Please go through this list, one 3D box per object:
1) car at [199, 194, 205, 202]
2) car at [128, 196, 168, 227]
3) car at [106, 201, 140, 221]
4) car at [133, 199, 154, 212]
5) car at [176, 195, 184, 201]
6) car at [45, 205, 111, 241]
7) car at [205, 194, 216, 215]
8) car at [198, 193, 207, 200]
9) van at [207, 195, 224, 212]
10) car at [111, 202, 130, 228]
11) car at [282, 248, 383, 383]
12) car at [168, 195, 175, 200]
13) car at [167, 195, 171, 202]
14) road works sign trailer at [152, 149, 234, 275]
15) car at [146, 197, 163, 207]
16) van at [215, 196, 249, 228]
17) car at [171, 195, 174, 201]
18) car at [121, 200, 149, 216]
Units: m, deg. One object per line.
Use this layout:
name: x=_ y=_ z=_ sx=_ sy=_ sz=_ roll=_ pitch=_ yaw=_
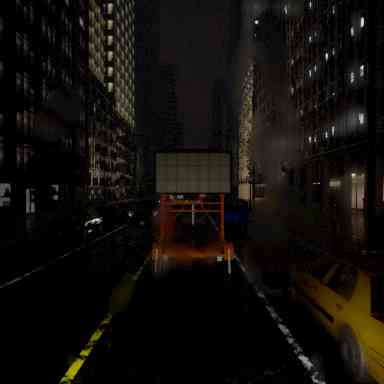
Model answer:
car: x=2.797 y=1.536 z=61.874 sx=2.008 sy=1.369 sz=4.403 roll=-1 pitch=0 yaw=0
car: x=-3.061 y=1.347 z=22.762 sx=2.097 sy=1.767 sz=4.553 roll=0 pitch=0 yaw=0
car: x=-5.648 y=1.538 z=27.789 sx=1.887 sy=1.381 sz=4.507 roll=-1 pitch=0 yaw=0
car: x=-5.626 y=1.573 z=39.156 sx=1.802 sy=1.307 sz=4.206 roll=-1 pitch=0 yaw=0
car: x=-2.850 y=1.527 z=80.369 sx=2.033 sy=1.411 sz=5.357 roll=0 pitch=0 yaw=0
car: x=-5.669 y=1.547 z=16.421 sx=2.008 sy=1.369 sz=4.403 roll=-1 pitch=0 yaw=0
car: x=2.741 y=1.307 z=33.457 sx=2.192 sy=1.841 sz=5.009 roll=-1 pitch=0 yaw=0
car: x=2.849 y=1.291 z=90.293 sx=2.192 sy=1.841 sz=5.009 roll=-1 pitch=0 yaw=0
van: x=2.752 y=1.332 z=39.140 sx=1.690 sy=1.788 sz=3.998 roll=-1 pitch=0 yaw=0
car: x=-5.658 y=1.561 z=22.105 sx=1.947 sy=1.339 sz=4.313 roll=-1 pitch=0 yaw=0
car: x=2.690 y=1.524 z=5.208 sx=1.752 sy=1.417 sz=4.829 roll=-1 pitch=0 yaw=0
car: x=-5.530 y=1.502 z=90.139 sx=1.752 sy=1.417 sz=4.829 roll=-1 pitch=0 yaw=0
car: x=-5.583 y=1.536 z=61.890 sx=2.008 sy=1.369 sz=4.403 roll=-1 pitch=0 yaw=0
road works sign trailer: x=0.033 y=0.462 z=10.460 sx=2.380 sy=3.560 sz=2.880 roll=0 pitch=0 yaw=0
car: x=-5.605 y=1.539 z=50.523 sx=2.008 sy=1.369 sz=4.403 roll=-1 pitch=0 yaw=0
van: x=2.720 y=1.336 z=22.089 sx=1.690 sy=1.788 sz=3.998 roll=-1 pitch=0 yaw=0
car: x=-5.562 y=1.564 z=73.258 sx=1.802 sy=1.307 sz=4.206 roll=-1 pitch=0 yaw=0
car: x=-5.638 y=1.543 z=33.472 sx=2.008 sy=1.369 sz=4.403 roll=-1 pitch=0 yaw=0
